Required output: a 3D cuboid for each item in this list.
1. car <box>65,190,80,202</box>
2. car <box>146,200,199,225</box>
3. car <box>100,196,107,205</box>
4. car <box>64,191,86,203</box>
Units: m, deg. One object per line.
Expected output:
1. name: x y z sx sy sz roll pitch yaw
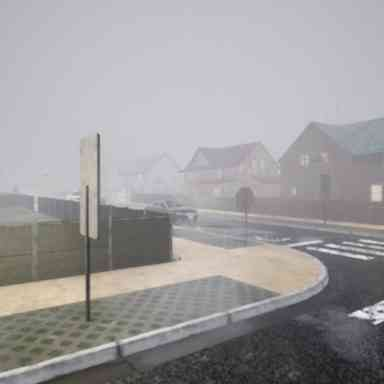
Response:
1. car: -13.570 0.802 40.398 2.150 2.045 5.566 0 0 -34
2. car: -1.436 1.296 22.550 2.128 1.511 4.902 0 1 -34
3. car: -12.964 1.102 44.606 1.994 1.385 4.181 0 1 -34
4. car: -18.584 0.784 52.755 2.097 1.767 4.553 0 1 -34
